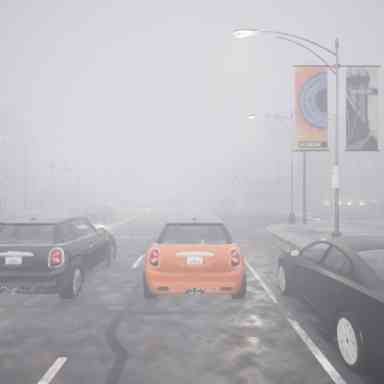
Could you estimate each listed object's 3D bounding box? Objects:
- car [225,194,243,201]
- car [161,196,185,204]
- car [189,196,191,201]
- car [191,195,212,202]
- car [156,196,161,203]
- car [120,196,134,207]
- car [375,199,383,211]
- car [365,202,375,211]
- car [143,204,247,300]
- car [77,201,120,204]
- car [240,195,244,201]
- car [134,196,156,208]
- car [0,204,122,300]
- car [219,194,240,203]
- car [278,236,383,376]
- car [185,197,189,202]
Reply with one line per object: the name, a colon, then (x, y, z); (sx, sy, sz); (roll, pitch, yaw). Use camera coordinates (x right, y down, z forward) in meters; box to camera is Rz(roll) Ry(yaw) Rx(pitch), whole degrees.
car: (11.405, 1.428, 90.023); (4.553, 1.767, 2.097); (0, 0, -37)
car: (-3.107, 1.593, 56.083); (2.033, 1.411, 5.357); (0, 0, 11)
car: (0.201, 1.591, 80.107); (2.128, 1.511, 4.902); (0, 0, 36)
car: (2.557, 1.659, 77.448); (1.895, 1.301, 4.718); (0, 0, 36)
car: (-6.568, 1.560, 69.020); (1.837, 1.490, 4.892); (0, 0, 23)
car: (-10.147, 1.396, 53.179); (2.097, 1.767, 4.553); (0, 0, 5)
car: (23.167, 1.382, 36.411); (4.553, 1.767, 2.097); (0, 0, 0)
car: (23.403, 1.538, 39.915); (4.892, 1.490, 1.837); (0, 0, 0)
car: (0.067, 1.358, 8.574); (2.097, 1.767, 4.553); (0, 0, 0)
car: (-7.095, 1.584, 25.060); (1.994, 1.385, 4.181); (0, 0, 0)
car: (14.042, 1.595, 87.593); (4.674, 1.442, 1.812); (0, 0, -37)
car: (-6.902, 1.566, 49.222); (1.812, 1.442, 4.674); (0, 0, 2)
car: (-3.433, 1.358, 8.580); (2.097, 1.767, 4.553); (0, 0, 0)
car: (7.852, 1.537, 72.872); (1.882, 1.535, 5.008); (0, 0, 40)
car: (2.901, 1.484, 5.681); (2.097, 1.535, 5.008); (0, 0, 0)
car: (-2.934, 1.620, 68.469); (1.994, 1.385, 4.181); (0, 0, 24)
